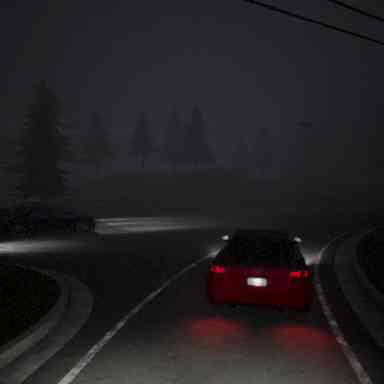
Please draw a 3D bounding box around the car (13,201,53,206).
[{"bbox_3d":[-9.410,1.427,20.244,4.902,1.511,2.128,0,0,-29],"label":"car"}]

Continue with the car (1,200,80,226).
[{"bbox_3d":[-10.677,1.416,23.549,4.902,1.511,2.128,0,0,-29],"label":"car"}]

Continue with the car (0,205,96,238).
[{"bbox_3d":[-7.497,1.544,17.306,4.718,1.301,1.895,0,0,-29],"label":"car"}]

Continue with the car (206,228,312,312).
[{"bbox_3d":[1.595,1.538,7.782,1.994,1.385,4.181,0,0,13],"label":"car"}]
